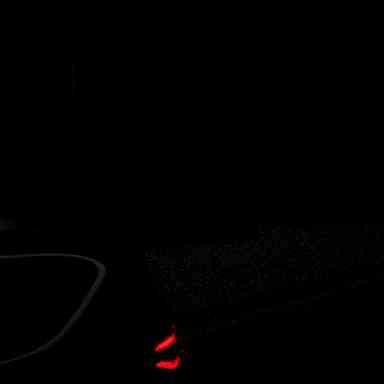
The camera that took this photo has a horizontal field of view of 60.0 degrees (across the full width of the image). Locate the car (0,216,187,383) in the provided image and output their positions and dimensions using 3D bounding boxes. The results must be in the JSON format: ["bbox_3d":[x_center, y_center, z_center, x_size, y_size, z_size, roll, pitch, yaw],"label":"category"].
[{"bbox_3d":[-2.629,1.222,1.506,5.566,2.045,2.150,0,0,-35],"label":"car"}]
